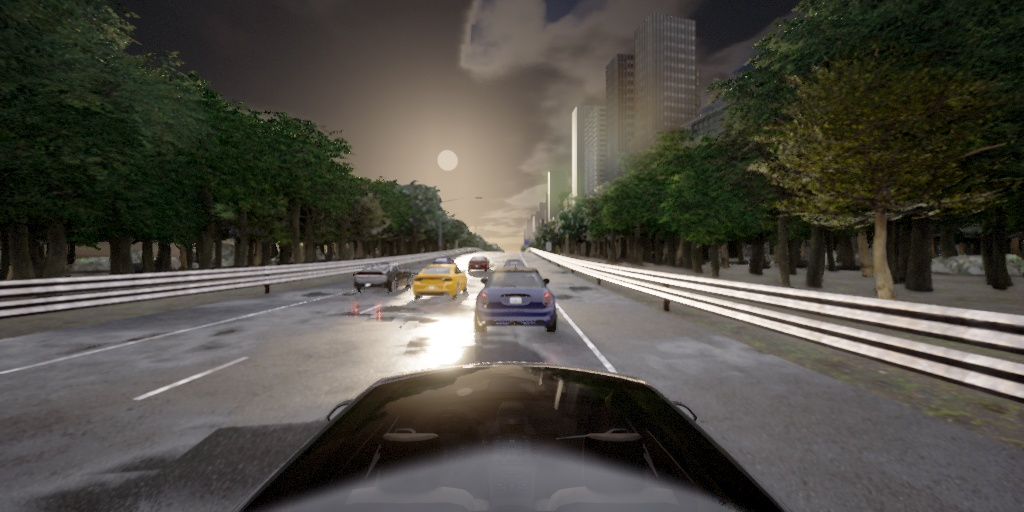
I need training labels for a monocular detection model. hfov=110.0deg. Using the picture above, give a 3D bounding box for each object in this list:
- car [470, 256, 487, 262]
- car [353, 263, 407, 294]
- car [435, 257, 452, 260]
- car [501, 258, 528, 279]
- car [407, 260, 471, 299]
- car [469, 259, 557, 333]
[{"bbox_3d":[-3.320,0.720,36.476,1.882,1.535,5.008,0,2,0],"label":"car"},{"bbox_3d":[-6.862,1.137,19.548,2.128,1.511,4.902,0,1,0],"label":"car"},{"bbox_3d":[-6.821,0.788,35.856,1.812,1.442,4.674,0,2,0],"label":"car"},{"bbox_3d":[0.161,0.988,29.660,2.033,1.411,5.357,0,2,0],"label":"car"},{"bbox_3d":[-3.368,1.150,17.568,1.882,1.535,5.008,0,1,0],"label":"car"},{"bbox_3d":[0.101,1.089,10.857,2.097,1.767,4.553,0,0,0],"label":"car"}]
